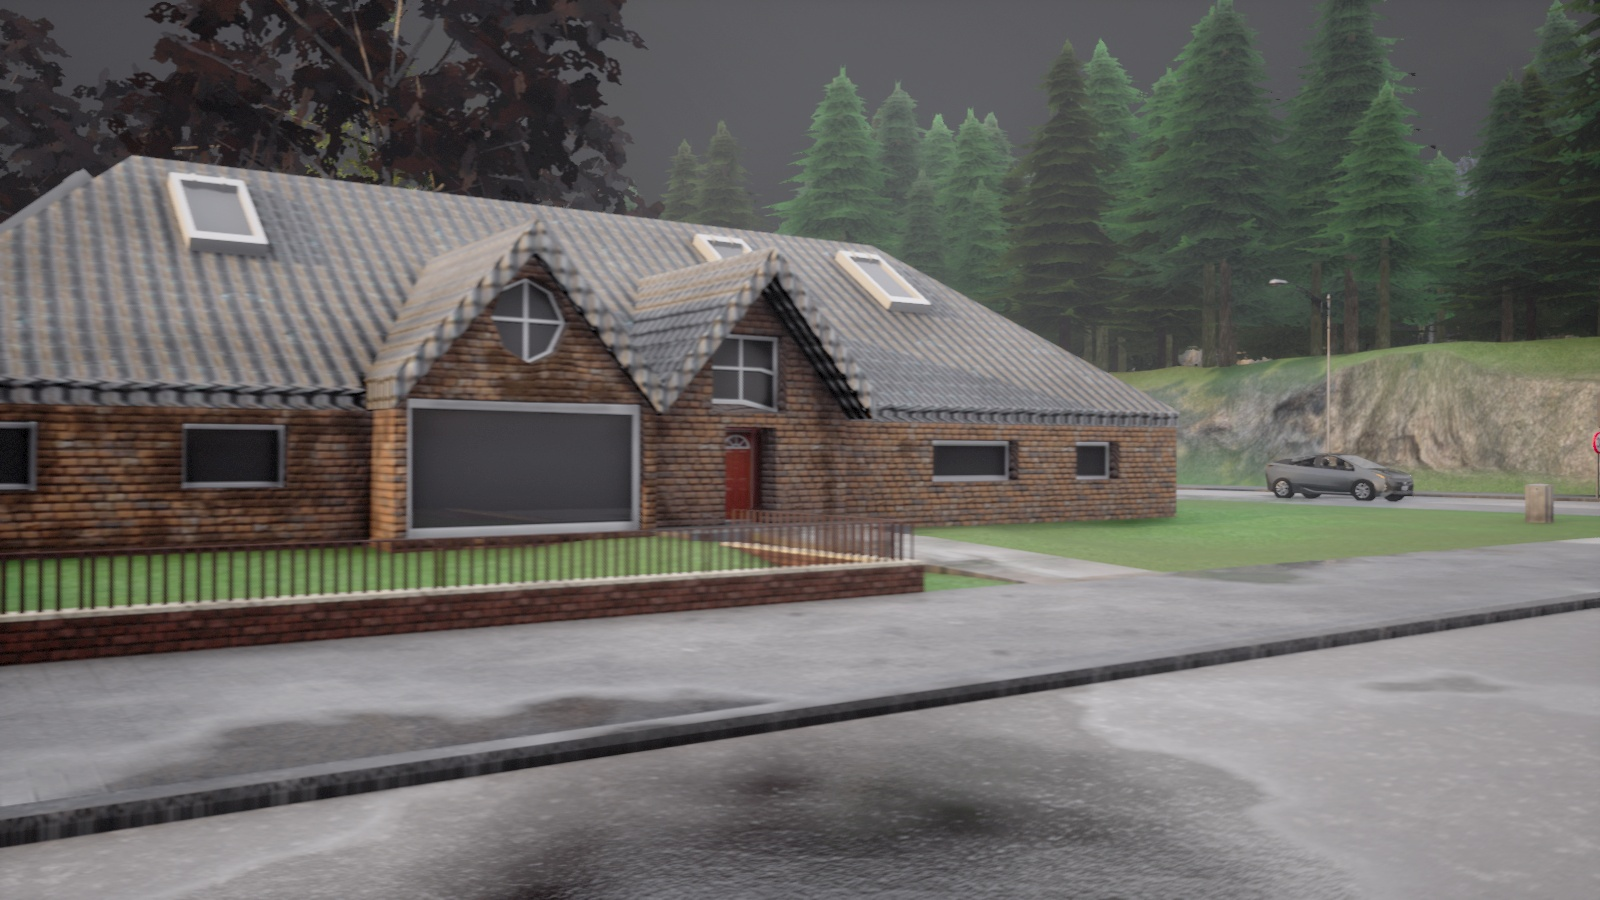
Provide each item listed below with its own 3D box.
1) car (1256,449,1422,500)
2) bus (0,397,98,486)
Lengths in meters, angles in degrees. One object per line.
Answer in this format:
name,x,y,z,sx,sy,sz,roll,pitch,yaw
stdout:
car,17.191,0.754,40.264,2.007,1.525,4.514,0,0,-35
bus,-40.420,-0.396,61.461,10.273,4.253,3.944,0,0,-35
